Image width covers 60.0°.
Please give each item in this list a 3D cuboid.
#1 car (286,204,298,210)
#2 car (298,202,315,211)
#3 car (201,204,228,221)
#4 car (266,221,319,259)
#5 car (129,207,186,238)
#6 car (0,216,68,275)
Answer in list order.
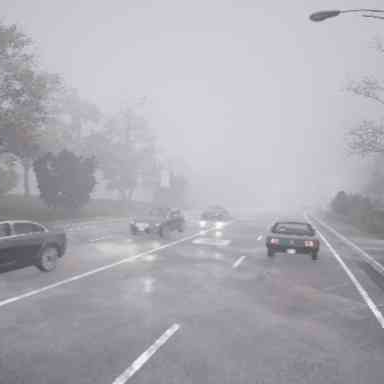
[{"bbox_3d":[25.224,3.760,84.065,1.994,1.385,4.181,2,-1,30],"label":"car"},{"bbox_3d":[28.397,3.798,82.579,1.882,1.535,5.008,2,-1,30],"label":"car"},{"bbox_3d":[2.300,1.945,32.144,1.837,1.490,4.892,2,-1,17],"label":"car"},{"bbox_3d":[4.284,1.907,14.199,1.895,1.301,4.718,2,-1,17],"label":"car"},{"bbox_3d":[-1.764,1.608,18.695,2.128,1.511,4.902,2,-1,17],"label":"car"},{"bbox_3d":[-5.159,1.371,8.086,2.128,1.511,4.902,2,-1,19],"label":"car"}]
